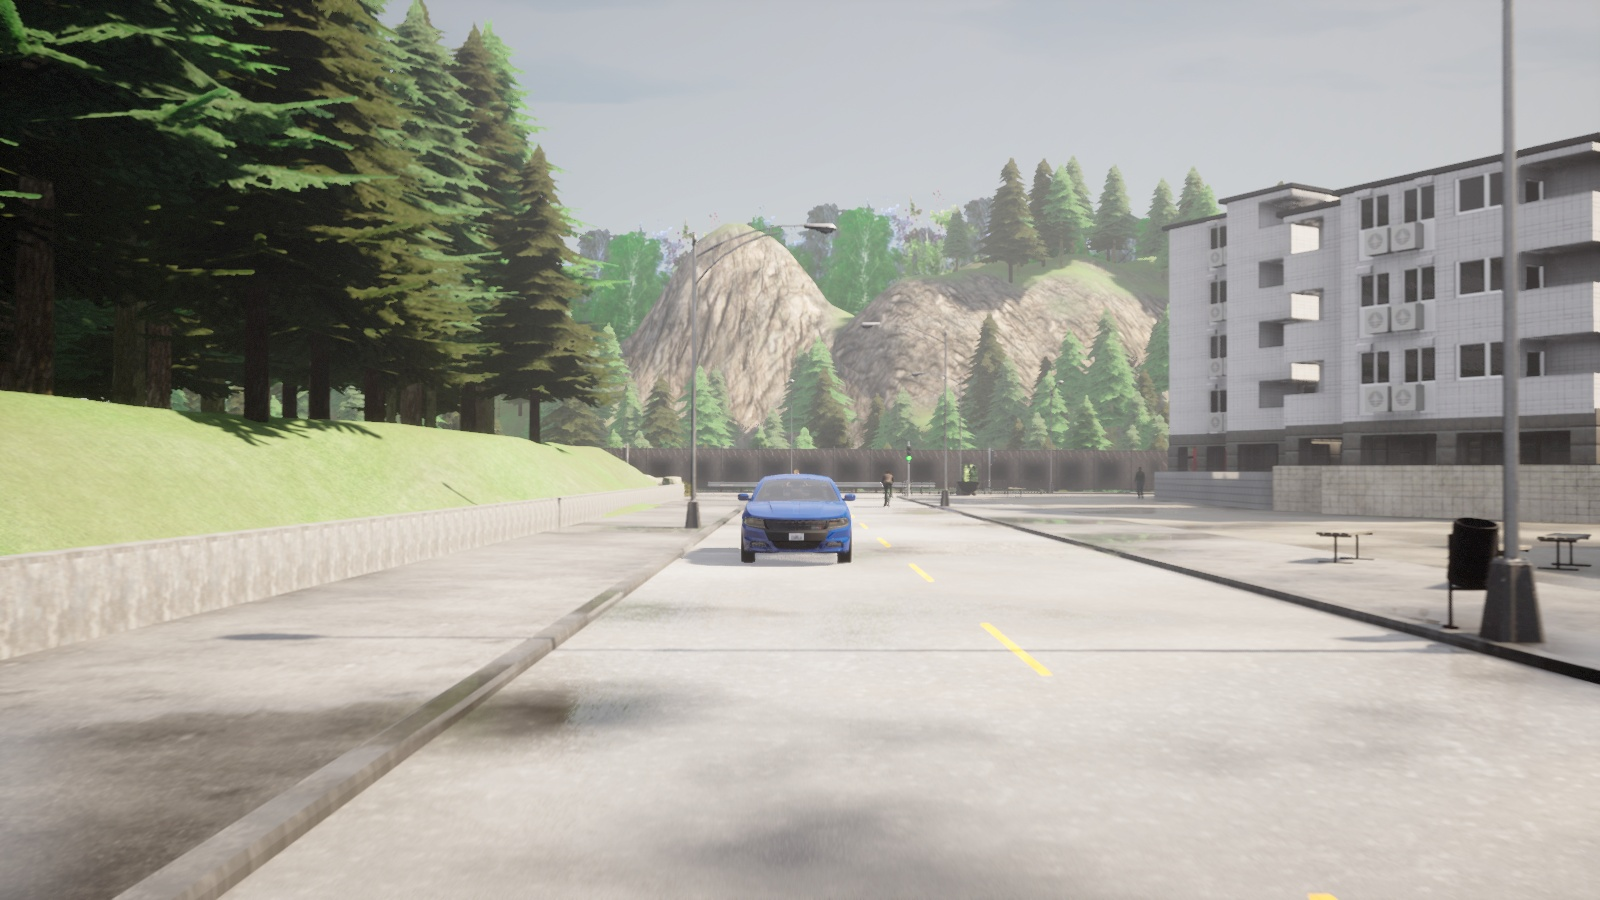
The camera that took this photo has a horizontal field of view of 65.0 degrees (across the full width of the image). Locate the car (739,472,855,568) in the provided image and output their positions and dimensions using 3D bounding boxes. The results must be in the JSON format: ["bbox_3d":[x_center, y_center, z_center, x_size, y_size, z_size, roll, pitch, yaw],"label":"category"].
[{"bbox_3d":[-0.053,1.175,22.823,1.882,1.535,5.008,0,-1,0],"label":"car"}]

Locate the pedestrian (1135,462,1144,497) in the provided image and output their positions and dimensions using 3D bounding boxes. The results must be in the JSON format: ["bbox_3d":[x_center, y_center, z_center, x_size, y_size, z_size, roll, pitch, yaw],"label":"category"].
[{"bbox_3d":[18.394,1.590,68.039,0.353,1.847,0.614,-1,-1,28],"label":"pedestrian"}]
